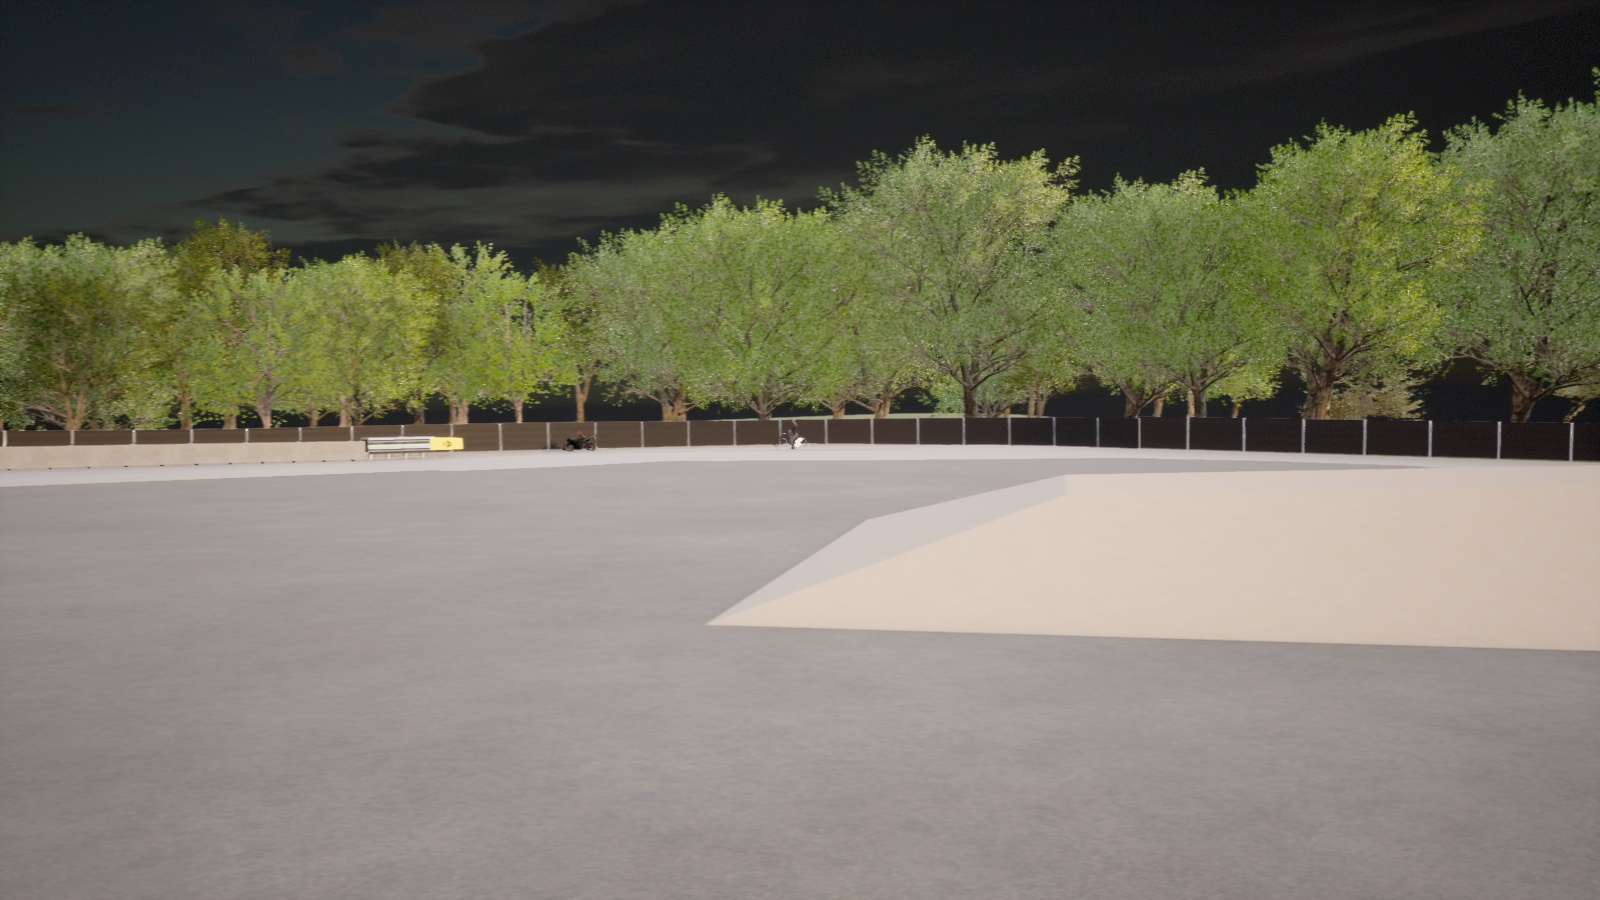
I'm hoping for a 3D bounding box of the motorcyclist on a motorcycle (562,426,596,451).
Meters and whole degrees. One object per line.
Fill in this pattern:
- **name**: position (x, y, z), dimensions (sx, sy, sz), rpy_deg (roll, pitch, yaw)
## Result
- **motorcyclist on a motorcycle**: position (-13.884, -0.717, 79.040), dimensions (2.044, 1.523, 0.797), rpy_deg (-1, 3, -13)
